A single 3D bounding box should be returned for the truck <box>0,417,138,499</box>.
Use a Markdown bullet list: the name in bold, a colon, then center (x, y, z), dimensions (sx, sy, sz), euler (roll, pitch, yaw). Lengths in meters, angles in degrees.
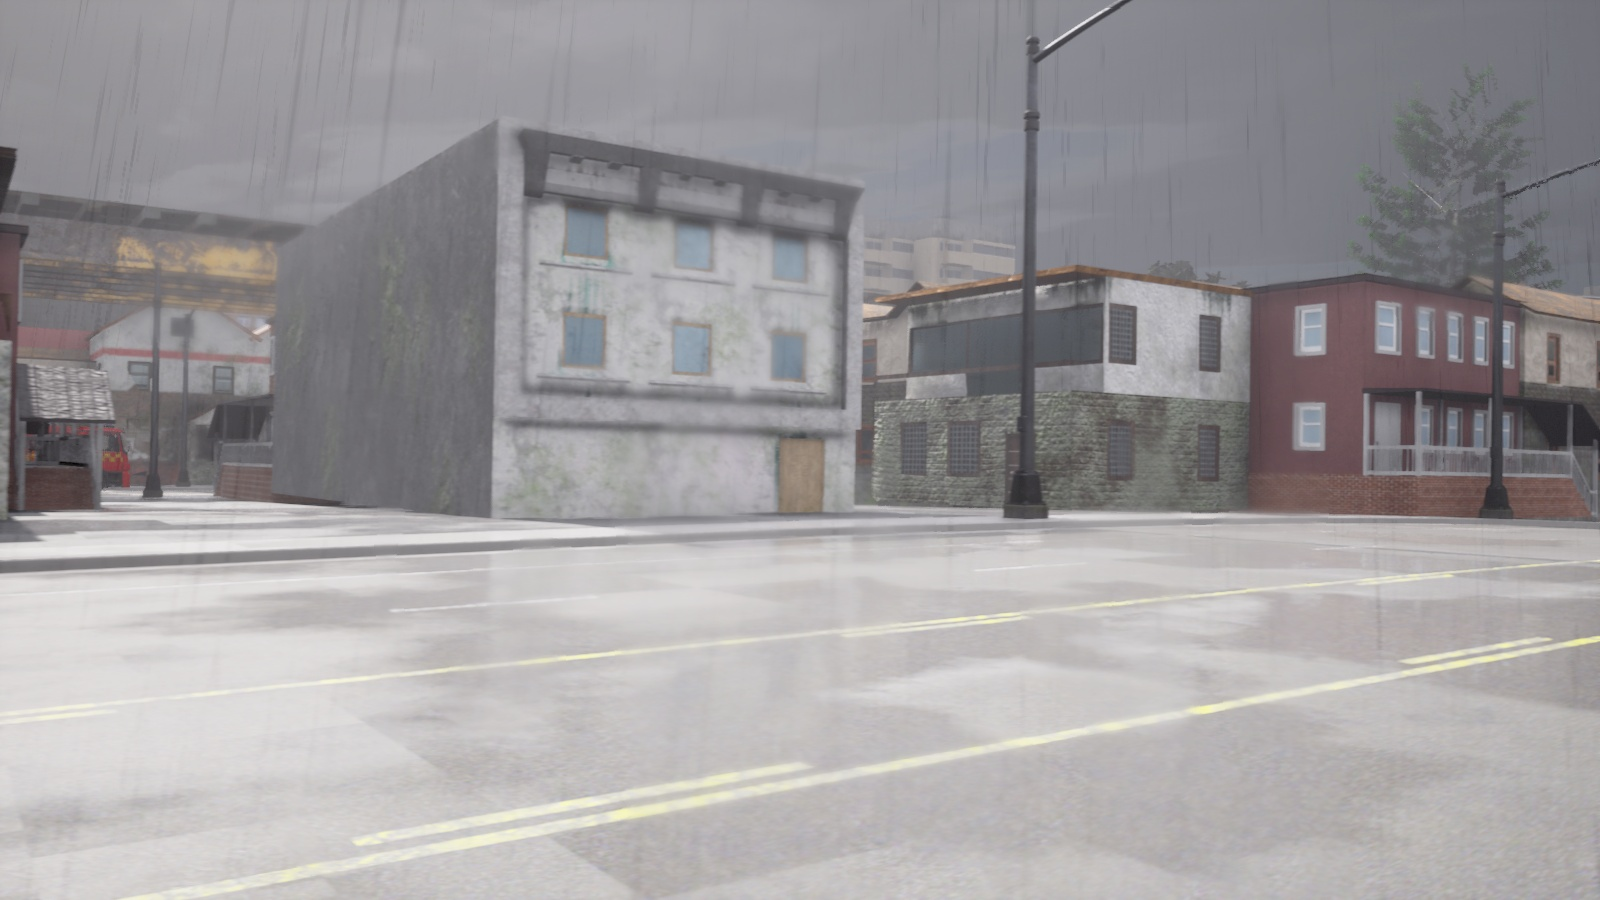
- **truck**: center (-36.964, 0.421, 60.688), dimensions (8.468, 3.827, 2.891), euler (1, -1, -35)
